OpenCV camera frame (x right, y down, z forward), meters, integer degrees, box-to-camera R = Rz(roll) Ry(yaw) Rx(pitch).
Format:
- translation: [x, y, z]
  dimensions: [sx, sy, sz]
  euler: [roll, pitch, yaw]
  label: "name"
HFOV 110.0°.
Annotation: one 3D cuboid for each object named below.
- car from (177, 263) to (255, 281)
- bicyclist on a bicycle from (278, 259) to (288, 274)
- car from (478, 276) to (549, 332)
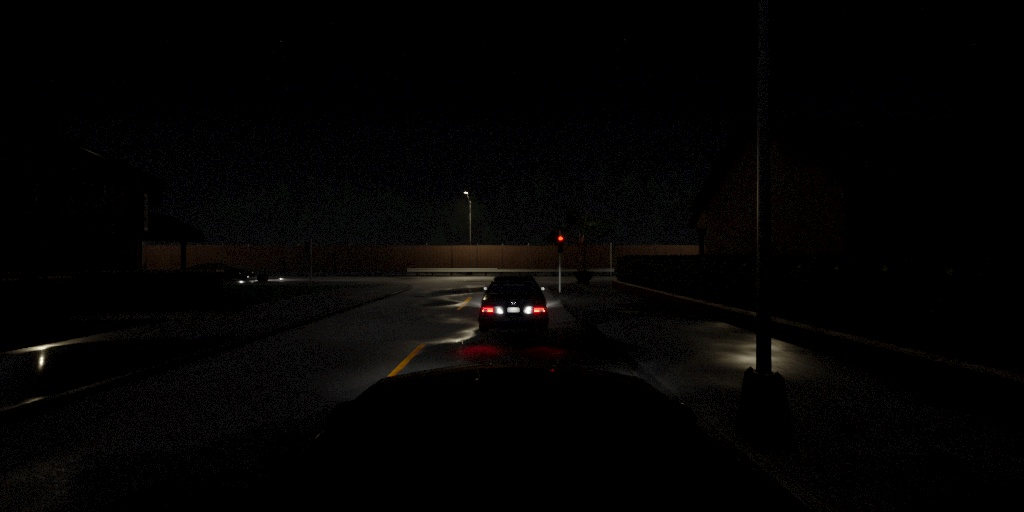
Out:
- translation: [-24.079, 1.297, 29.092]
  dimensions: [5.357, 1.411, 2.033]
  euler: [0, 0, 0]
  label: "car"
- translation: [-23.971, 1.099, 37.490]
  dimensions: [0.582, 1.620, 1.656]
  euler: [0, 0, 0]
  label: "bicyclist on a bicycle"
- translation: [0.058, 1.297, 10.836]
  dimensions: [2.033, 1.411, 5.357]
  euler: [0, 0, 1]
  label: "car"
